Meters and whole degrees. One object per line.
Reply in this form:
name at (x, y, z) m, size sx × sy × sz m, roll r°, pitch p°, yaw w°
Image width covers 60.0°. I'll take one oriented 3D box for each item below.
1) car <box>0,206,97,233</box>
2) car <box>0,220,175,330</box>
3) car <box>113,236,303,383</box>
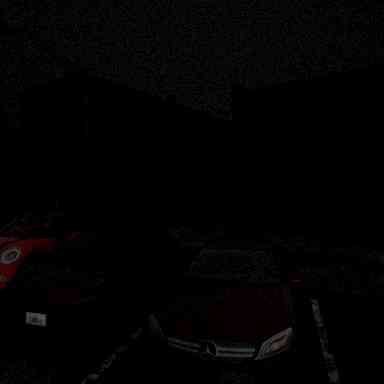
car at (-4.093, 1.363, 9.067) m, size 2.185 × 1.767 × 4.553 m, roll 1°, pitch -1°, yaw 16°
car at (-1.674, 1.516, 7.258) m, size 2.163 × 1.488 × 4.792 m, roll 1°, pitch -1°, yaw 16°
car at (0.775, 1.526, 5.539) m, size 2.002 × 1.452 × 4.674 m, roll 1°, pitch -1°, yaw 16°
